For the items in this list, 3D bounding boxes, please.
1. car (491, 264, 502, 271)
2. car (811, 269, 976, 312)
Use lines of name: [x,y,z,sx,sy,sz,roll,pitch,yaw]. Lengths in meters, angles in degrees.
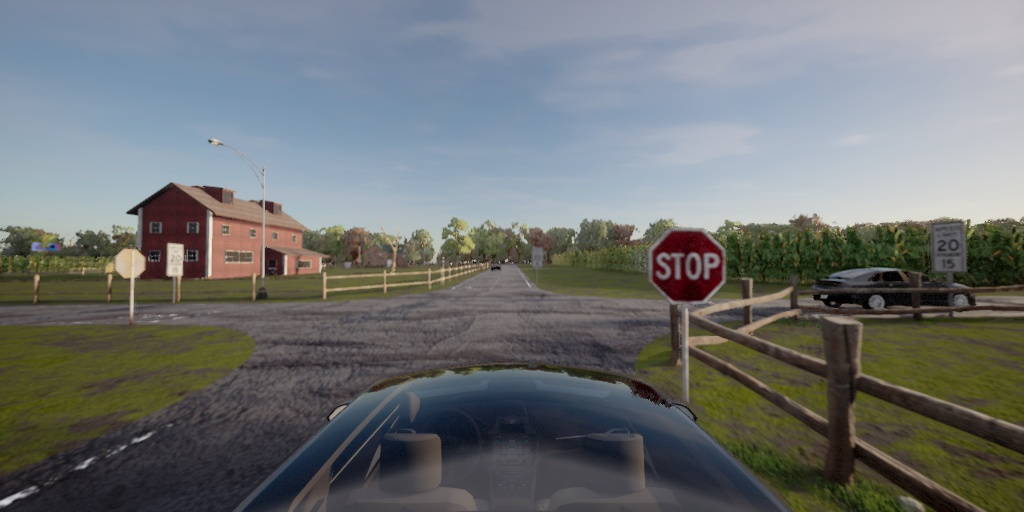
car: [-2.826,2.092,64.952,1.895,1.301,4.718,0,-1,0]
car: [13.886,1.224,13.203,4.892,1.490,1.837,-1,-2,0]
